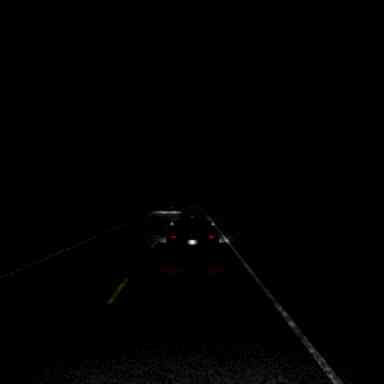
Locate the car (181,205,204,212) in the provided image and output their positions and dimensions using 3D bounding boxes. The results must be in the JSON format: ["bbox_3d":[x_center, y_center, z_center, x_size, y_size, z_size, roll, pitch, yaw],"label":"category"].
[{"bbox_3d":[0.032,1.863,29.273,1.882,1.535,5.008,0,-1,0],"label":"car"}]

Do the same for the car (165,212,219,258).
[{"bbox_3d":[0.025,1.723,13.462,1.994,1.385,4.181,0,-1,0],"label":"car"}]

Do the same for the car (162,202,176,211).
[{"bbox_3d":[-3.518,2.298,52.782,1.812,1.442,4.674,0,-1,1],"label":"car"}]
